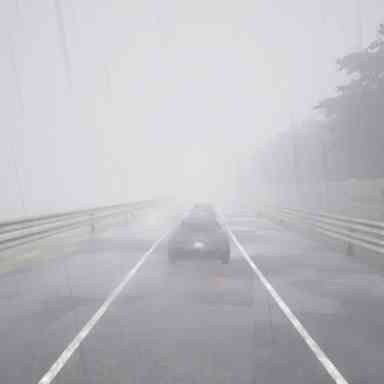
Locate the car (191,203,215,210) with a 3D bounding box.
[{"bbox_3d":[0.865,1.544,26.812,1.994,1.385,4.181,0,0,3],"label":"car"}]

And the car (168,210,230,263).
[{"bbox_3d":[0.261,1.555,11.939,1.994,1.385,4.181,0,0,2],"label":"car"}]
